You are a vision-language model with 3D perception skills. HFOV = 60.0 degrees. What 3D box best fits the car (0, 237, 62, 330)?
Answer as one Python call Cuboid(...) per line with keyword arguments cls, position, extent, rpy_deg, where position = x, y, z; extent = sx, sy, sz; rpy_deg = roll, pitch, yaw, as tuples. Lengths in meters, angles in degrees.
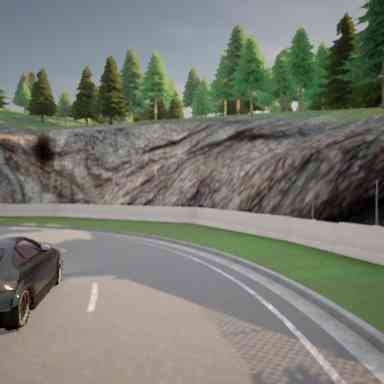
Cuboid(cls="car", position=(-3.992, 1.601, 6.786), extent=(1.994, 1.385, 4.181), rpy_deg=(0, 0, -11))
